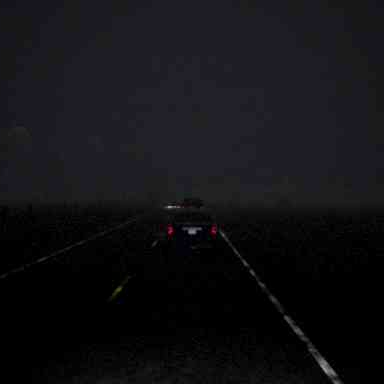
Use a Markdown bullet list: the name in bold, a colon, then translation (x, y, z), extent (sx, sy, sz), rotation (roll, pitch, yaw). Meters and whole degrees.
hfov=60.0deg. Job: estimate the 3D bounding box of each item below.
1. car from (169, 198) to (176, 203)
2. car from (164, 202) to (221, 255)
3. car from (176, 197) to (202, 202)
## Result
- **car**: translation (-3.472, 1.926, 65.668), extent (2.097, 1.767, 4.553), rotation (0, 0, 0)
- **car**: translation (0.008, 1.482, 14.071), extent (2.097, 1.767, 4.553), rotation (0, -1, 0)
- **car**: translation (0.014, 1.483, 29.030), extent (2.150, 2.045, 5.566), rotation (0, 0, 0)
